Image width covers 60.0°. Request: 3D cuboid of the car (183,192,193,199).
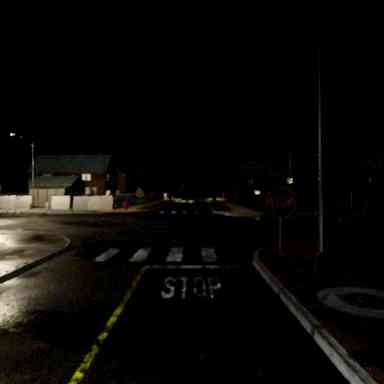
[{"bbox_3d":[-0.952,0.698,76.054,2.097,1.767,4.553,0,0,2],"label":"car"}]
